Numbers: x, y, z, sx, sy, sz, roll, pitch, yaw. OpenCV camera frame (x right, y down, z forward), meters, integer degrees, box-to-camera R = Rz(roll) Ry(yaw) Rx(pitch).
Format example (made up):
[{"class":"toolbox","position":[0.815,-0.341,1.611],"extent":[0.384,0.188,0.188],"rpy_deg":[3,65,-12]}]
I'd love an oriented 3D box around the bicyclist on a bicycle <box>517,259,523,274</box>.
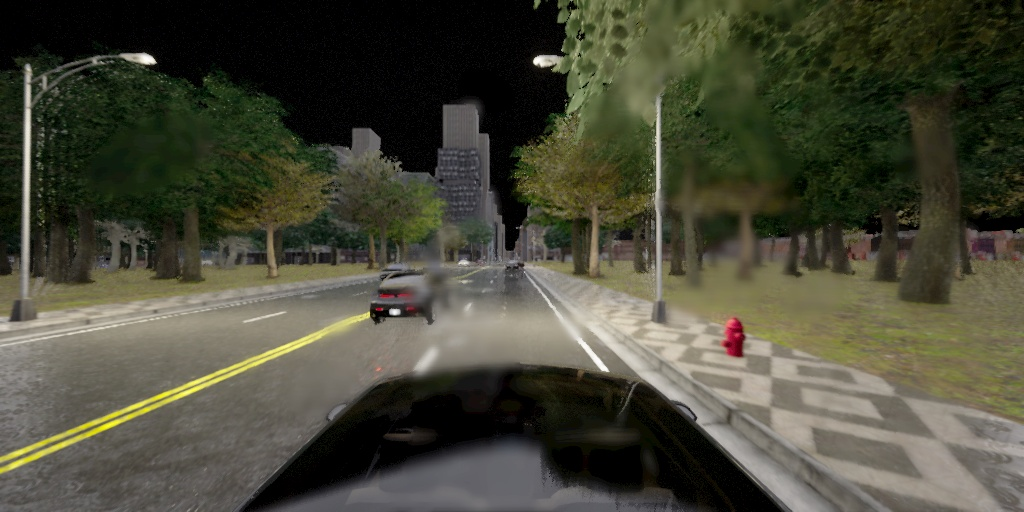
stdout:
[{"class":"bicyclist on a bicycle","position":[0.894,1.213,42.304],"extent":[0.659,1.776,1.843],"rpy_deg":[0,0,0]}]

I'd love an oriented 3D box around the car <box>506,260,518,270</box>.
[{"class":"car","position":[0.028,1.503,56.929],"extent":[1.895,1.301,4.718],"rpy_deg":[0,0,1]}]

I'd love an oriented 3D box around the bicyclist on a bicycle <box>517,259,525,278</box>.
[{"class":"bicyclist on a bicycle","position":[0.894,1.181,33.093],"extent":[0.659,1.776,1.843],"rpy_deg":[0,0,0]}]

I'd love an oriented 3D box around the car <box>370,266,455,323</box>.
[{"class":"car","position":[-3.150,1.262,12.073],"extent":[1.837,1.490,4.892],"rpy_deg":[0,0,0]}]

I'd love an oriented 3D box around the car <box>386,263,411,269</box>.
[{"class":"car","position":[-9.845,1.353,31.315],"extent":[2.033,1.411,5.357],"rpy_deg":[0,0,0]}]

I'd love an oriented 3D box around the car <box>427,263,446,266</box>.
[{"class":"car","position":[-6.596,1.352,31.310],"extent":[2.033,1.411,5.357],"rpy_deg":[0,0,0]}]
